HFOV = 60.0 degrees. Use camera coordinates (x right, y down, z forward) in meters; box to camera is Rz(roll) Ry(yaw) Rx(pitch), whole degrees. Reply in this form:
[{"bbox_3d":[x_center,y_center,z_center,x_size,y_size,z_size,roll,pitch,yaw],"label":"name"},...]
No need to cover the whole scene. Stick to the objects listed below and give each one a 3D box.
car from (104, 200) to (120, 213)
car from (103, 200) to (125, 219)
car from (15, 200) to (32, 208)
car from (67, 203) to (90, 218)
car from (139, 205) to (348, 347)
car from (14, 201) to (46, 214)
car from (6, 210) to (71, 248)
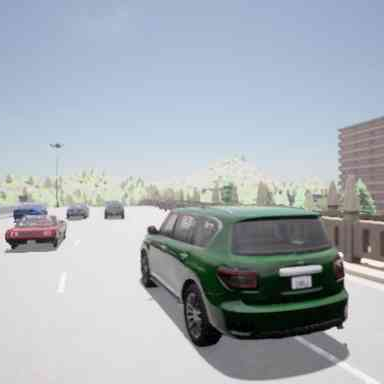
[{"bbox_3d":[-10.357,1.828,43.560,1.882,1.535,5.008,0,0,-12],"label":"car"},{"bbox_3d":[-7.560,1.752,32.388,2.128,1.511,4.902,0,0,-13],"label":"car"},{"bbox_3d":[-33.812,2.454,66.834,1.994,1.385,4.181,0,-3,-13],"label":"car"},{"bbox_3d":[-11.209,1.828,32.762,2.033,1.411,5.357,0,0,-13],"label":"car"},{"bbox_3d":[0.454,1.267,6.757,2.150,2.045,5.566,0,0,-21],"label":"car"},{"bbox_3d":[-13.835,1.745,28.704,1.882,1.535,5.008,0,0,-13],"label":"car"},{"bbox_3d":[-7.032,1.743,15.560,1.895,1.301,4.718,0,0,-15],"label":"car"}]
